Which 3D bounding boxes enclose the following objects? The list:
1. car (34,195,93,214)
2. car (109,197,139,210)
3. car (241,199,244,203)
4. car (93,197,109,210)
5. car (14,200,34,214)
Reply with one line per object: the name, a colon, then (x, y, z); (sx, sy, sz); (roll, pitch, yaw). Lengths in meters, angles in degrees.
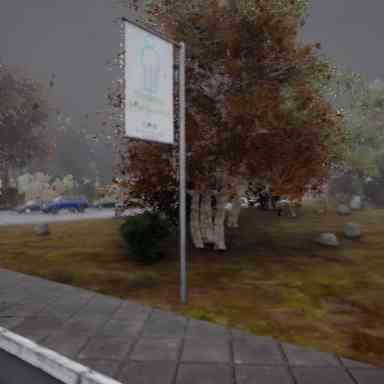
car: (-14.733, 1.413, 38.459); (2.150, 2.045, 5.566); (0, 0, 39)
car: (-8.632, 1.511, 46.255); (2.097, 1.767, 4.553); (0, 0, 37)
car: (8.066, 1.537, 63.420); (2.033, 1.411, 5.357); (0, 0, 31)
car: (-12.442, 1.539, 47.052); (2.097, 1.767, 4.553); (0, 0, 38)
car: (-18.431, 1.721, 39.437); (1.837, 1.490, 4.892); (0, 0, 38)
